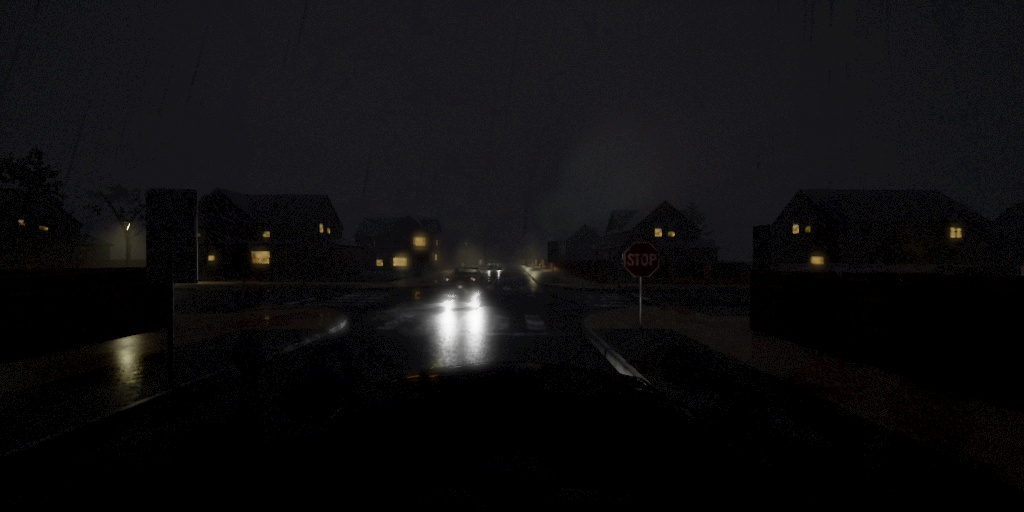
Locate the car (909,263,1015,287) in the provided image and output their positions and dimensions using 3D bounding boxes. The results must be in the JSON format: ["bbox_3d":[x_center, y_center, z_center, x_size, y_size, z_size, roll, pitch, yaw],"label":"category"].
[{"bbox_3d":[22.766,1.245,18.325,4.553,1.767,2.097,0,0,0],"label":"car"}]

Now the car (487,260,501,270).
[{"bbox_3d":[-2.779,1.366,55.794,1.812,1.442,4.674,0,0,0],"label":"car"}]

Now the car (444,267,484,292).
[{"bbox_3d":[-2.762,1.358,21.397,1.895,1.301,4.718,0,0,0],"label":"car"}]
